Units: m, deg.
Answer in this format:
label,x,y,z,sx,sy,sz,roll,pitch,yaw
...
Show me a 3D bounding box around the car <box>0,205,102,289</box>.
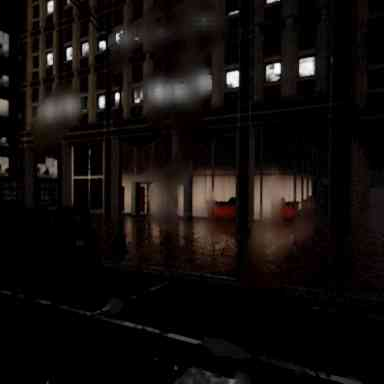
label,x,y,z,sx,sy,sz,roll,pitch,yaw
car,-4.721,1.295,9.106,5.009,1.841,2.192,0,1,30
